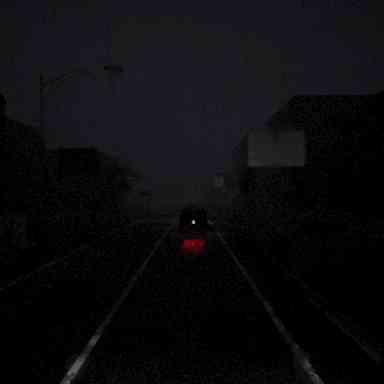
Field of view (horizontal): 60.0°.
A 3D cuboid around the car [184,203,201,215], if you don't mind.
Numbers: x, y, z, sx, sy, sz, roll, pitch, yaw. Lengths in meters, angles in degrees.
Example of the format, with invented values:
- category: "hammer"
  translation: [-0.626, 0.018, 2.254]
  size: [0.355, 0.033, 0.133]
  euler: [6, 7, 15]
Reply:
- category: "car"
  translation: [0.087, 2.092, 41.373]
  size: [1.994, 1.385, 4.181]
  euler: [-1, -2, 0]

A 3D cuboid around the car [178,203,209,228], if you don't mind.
- category: "car"
  translation: [0.095, 1.680, 23.399]
  size: [1.837, 1.490, 4.892]
  euler: [0, -1, 0]
